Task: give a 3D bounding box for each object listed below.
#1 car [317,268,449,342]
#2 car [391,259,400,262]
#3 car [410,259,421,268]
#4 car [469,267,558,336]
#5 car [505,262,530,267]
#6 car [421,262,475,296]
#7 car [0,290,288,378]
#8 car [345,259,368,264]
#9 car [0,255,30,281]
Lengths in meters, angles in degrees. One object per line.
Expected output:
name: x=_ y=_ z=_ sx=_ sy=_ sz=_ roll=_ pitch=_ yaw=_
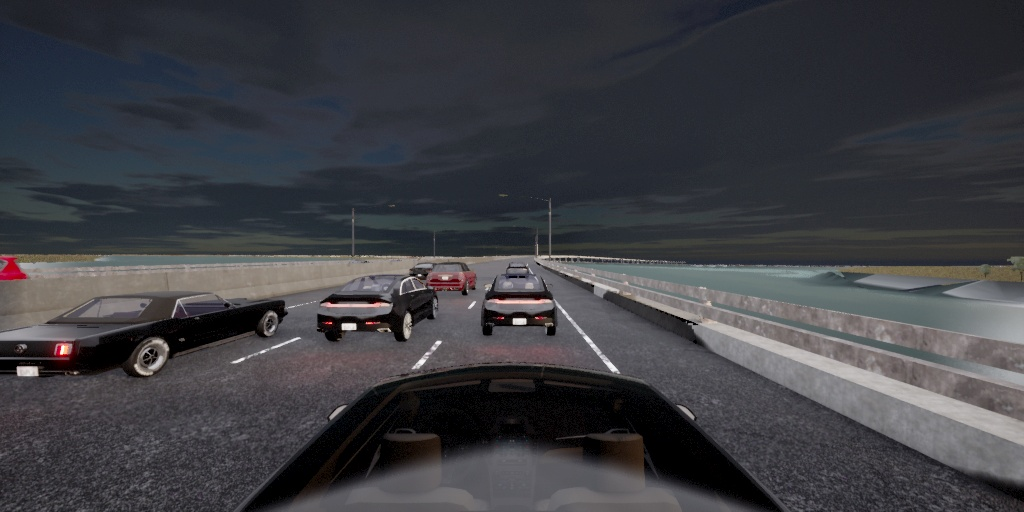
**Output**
car: x=-3.324 y=1.242 z=9.793 sx=2.128 sy=1.511 sz=4.902 roll=0 pitch=0 yaw=1
car: x=-19.921 y=1.286 z=60.708 sx=2.033 sy=1.411 sz=5.357 roll=0 pitch=0 yaw=2
car: x=-6.567 y=1.229 z=28.136 sx=1.882 sy=1.535 sz=5.008 roll=0 pitch=0 yaw=1
car: x=0.186 y=1.242 z=10.392 sx=2.128 sy=1.511 sz=4.902 roll=0 pitch=0 yaw=0
car: x=0.463 y=1.241 z=30.040 sx=2.128 sy=1.511 sz=4.902 roll=0 pitch=0 yaw=1
car: x=-3.204 y=1.103 z=19.679 sx=2.097 sy=1.767 sz=4.553 roll=0 pitch=0 yaw=2
car: x=-6.852 y=1.352 z=7.312 sx=1.895 sy=1.301 sz=4.718 roll=0 pitch=0 yaw=1
car: x=-23.644 y=1.238 z=54.629 sx=2.128 sy=1.511 sz=4.902 roll=0 pitch=0 yaw=2
car: x=-17.527 y=0.973 z=9.868 sx=2.150 sy=2.045 sz=5.566 roll=0 pitch=0 yaw=1
